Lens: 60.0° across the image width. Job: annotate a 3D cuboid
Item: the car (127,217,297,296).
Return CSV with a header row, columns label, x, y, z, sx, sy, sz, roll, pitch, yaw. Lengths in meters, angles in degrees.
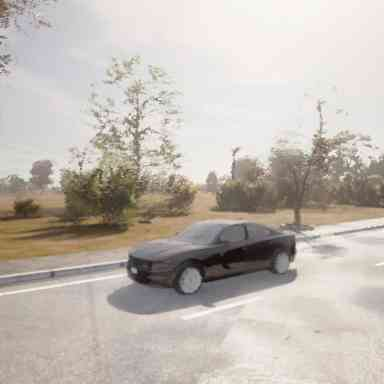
label,x,y,z,sx,sy,sz,roll,pitch,yaw
car,0.723,1.485,8.892,5.008,1.535,1.882,0,0,-36
